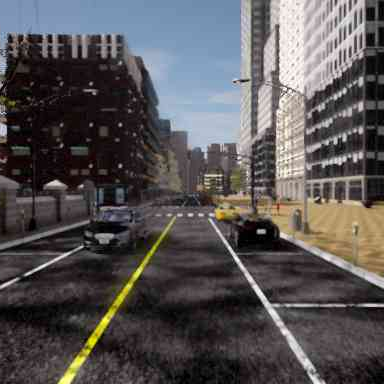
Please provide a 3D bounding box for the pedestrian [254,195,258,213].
[{"bbox_3d":[6.129,1.143,32.060,0.375,1.860,0.375,0,0,0],"label":"pedestrian"}]

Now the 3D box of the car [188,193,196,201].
[{"bbox_3d":[-0.016,1.619,87.368,1.994,1.385,4.181,0,0,0],"label":"car"}]

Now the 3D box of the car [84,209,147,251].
[{"bbox_3d":[-3.095,1.489,14.179,2.128,1.511,4.902,0,0,0],"label":"car"}]

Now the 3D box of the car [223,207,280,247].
[{"bbox_3d":[2.684,1.563,14.914,1.947,1.339,4.313,0,0,0],"label":"car"}]

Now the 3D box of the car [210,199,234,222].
[{"bbox_3d":[2.682,1.524,26.350,1.752,1.417,4.829,0,0,0],"label":"car"}]

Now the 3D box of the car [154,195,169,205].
[{"bbox_3d":[-5.704,1.572,58.591,2.008,1.369,4.403,0,0,0],"label":"car"}]

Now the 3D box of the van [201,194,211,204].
[{"bbox_3d":[2.674,1.368,64.119,1.690,1.788,3.998,0,0,0],"label":"van"}]

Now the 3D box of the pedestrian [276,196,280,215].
[{"bbox_3d":[8.129,1.264,31.461,0.375,1.860,0.375,0,0,0],"label":"pedestrian"}]

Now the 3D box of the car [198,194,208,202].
[{"bbox_3d":[2.670,1.369,80.698,2.192,1.841,5.009,0,0,0],"label":"car"}]

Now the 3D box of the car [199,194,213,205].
[{"bbox_3d":[2.675,1.336,58.593,2.192,1.841,5.009,0,0,0],"label":"car"}]

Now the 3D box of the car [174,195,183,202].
[{"bbox_3d":[-3.014,1.594,80.756,2.033,1.411,5.357,0,0,0],"label":"car"}]

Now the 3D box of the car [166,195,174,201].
[{"bbox_3d":[-5.710,1.505,86.224,1.967,1.590,4.097,0,0,0],"label":"car"}]

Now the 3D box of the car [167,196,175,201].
[{"bbox_3d":[-5.711,1.658,91.751,1.802,1.307,4.206,0,0,0],"label":"car"}]

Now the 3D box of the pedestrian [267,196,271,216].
[{"bbox_3d":[7.129,1.284,30.861,0.375,1.860,0.375,0,0,0],"label":"pedestrian"}]

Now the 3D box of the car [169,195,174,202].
[{"bbox_3d":[-5.707,1.595,75.170,2.008,1.369,4.403,0,0,0],"label":"car"}]

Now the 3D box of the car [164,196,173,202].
[{"bbox_3d":[-5.709,1.599,80.696,1.887,1.381,4.507,0,0,0],"label":"car"}]
